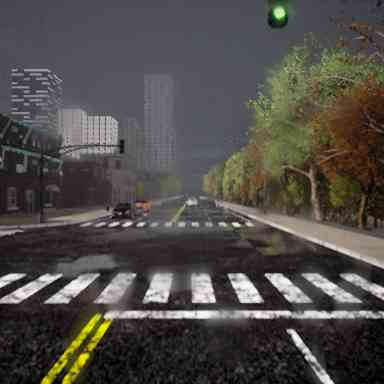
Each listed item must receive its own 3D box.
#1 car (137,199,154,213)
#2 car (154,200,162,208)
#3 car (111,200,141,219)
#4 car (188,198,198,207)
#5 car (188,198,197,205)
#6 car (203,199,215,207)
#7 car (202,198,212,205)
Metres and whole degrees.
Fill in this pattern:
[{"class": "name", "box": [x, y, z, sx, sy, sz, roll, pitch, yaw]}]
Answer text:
[{"class": "car", "box": [-6.556, 1.720, 43.014, 2.097, 1.767, 4.553, 0, 0, 0]}, {"class": "car", "box": [-6.513, 2.102, 58.884, 1.895, 1.301, 4.718, 0, -1, 0]}, {"class": "car", "box": [-6.568, 1.786, 32.768, 1.837, 1.490, 4.892, 0, 0, 0]}, {"class": "car", "box": [0.154, 2.069, 63.802, 1.812, 1.442, 4.674, 0, 0, 0]}, {"class": "car", "box": [0.086, 2.105, 73.996, 1.882, 1.535, 5.008, 0, 0, 0]}, {"class": "car", "box": [3.411, 2.083, 62.921, 2.033, 1.411, 5.357, 0, 0, 0]}, {"class": "car", "box": [3.329, 2.165, 73.574, 2.033, 1.411, 5.357, 0, 0, 0]}]
